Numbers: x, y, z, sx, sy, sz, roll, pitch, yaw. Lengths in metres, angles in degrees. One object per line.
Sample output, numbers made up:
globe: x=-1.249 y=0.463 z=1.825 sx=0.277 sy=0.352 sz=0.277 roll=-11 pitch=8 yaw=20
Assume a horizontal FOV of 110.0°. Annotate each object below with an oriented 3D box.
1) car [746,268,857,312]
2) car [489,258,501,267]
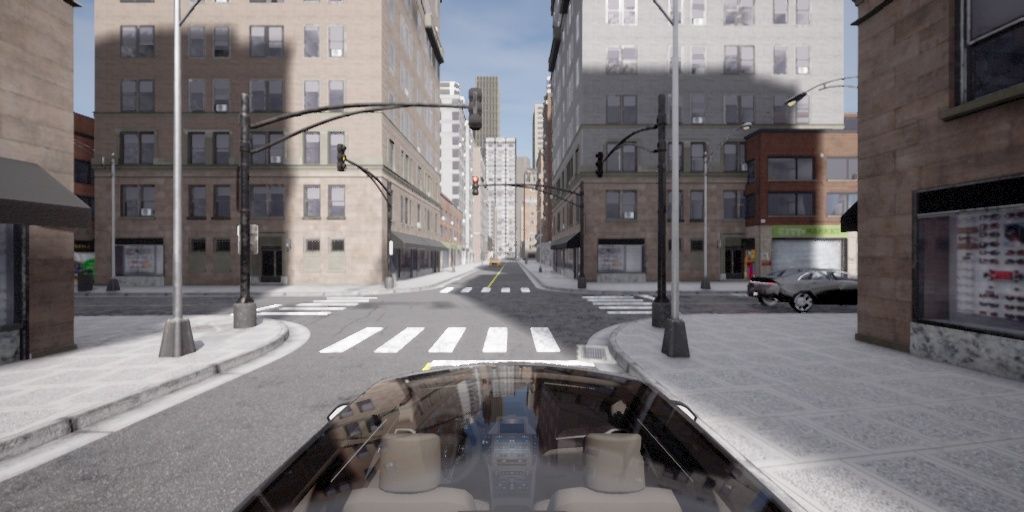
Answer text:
car: x=11.428 y=1.194 z=13.264 sx=4.902 sy=1.511 sz=2.128 roll=0 pitch=0 yaw=0
car: x=-2.993 y=1.129 z=62.948 sx=1.882 sy=1.535 sz=5.008 roll=0 pitch=0 yaw=0
